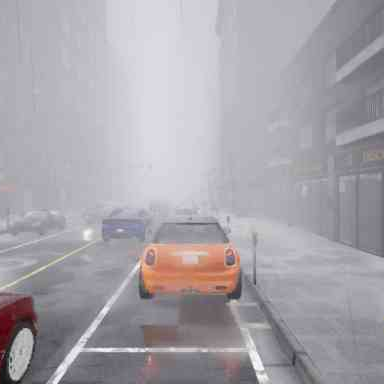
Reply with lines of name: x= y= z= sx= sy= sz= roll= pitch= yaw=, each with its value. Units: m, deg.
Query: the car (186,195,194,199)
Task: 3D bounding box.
car: x=-0.383 y=1.440 z=35.101 sx=1.967 sy=1.590 sz=4.097 roll=0 pitch=0 yaw=0

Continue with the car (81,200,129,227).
car: x=-5.869 y=1.526 z=22.995 sx=1.812 sy=1.442 sz=4.674 roll=0 pitch=0 yaw=0

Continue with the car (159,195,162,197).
car: x=-8.408 y=1.543 z=73.374 sx=1.887 sy=1.381 sz=4.507 roll=0 pitch=0 yaw=0

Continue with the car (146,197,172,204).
car: x=-2.926 y=1.506 z=30.544 sx=1.837 sy=1.490 sz=4.892 roll=0 pitch=0 yaw=0

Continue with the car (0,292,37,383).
car: x=-2.925 y=1.477 z=2.301 sx=1.882 sy=1.535 sz=5.008 roll=0 pitch=0 yaw=0

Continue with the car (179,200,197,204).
car: x=-0.383 y=1.551 z=24.063 sx=2.008 sy=1.369 sz=4.403 roll=0 pitch=0 yaw=0

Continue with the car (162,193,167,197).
car: x=-8.408 y=1.519 z=90.251 sx=1.752 sy=1.417 sz=4.829 roll=0 pitch=0 yaw=0

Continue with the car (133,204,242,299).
car: x=-0.033 y=1.353 z=8.620 sx=2.097 sy=1.767 sz=4.553 roll=0 pitch=0 yaw=0

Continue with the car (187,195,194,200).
car: x=-0.383 y=1.575 z=90.427 sx=1.802 sy=1.307 sz=4.206 roll=0 pitch=0 yaw=0

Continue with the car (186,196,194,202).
car: x=-0.383 y=1.579 z=79.064 sx=1.802 sy=1.307 sz=4.206 roll=0 pitch=0 yaw=0

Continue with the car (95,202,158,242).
car: x=-3.021 y=1.477 z=16.459 sx=1.882 sy=1.535 sz=5.008 roll=0 pitch=0 yaw=0

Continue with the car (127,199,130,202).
car: x=-8.408 y=1.551 z=40.611 sx=2.008 sy=1.369 sz=4.403 roll=0 pitch=0 yaw=0

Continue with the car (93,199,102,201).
car: x=-8.408 y=1.440 z=29.575 sx=1.967 sy=1.590 sz=4.097 roll=0 pitch=0 yaw=0

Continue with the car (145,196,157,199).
car: x=-8.408 y=1.549 z=67.693 sx=2.008 sy=1.369 sz=4.403 roll=0 pitch=0 yaw=0

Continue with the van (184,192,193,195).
van: x=-0.383 y=1.339 z=67.702 sx=1.690 sy=1.788 sz=3.998 roll=0 pitch=0 yaw=0

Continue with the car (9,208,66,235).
car: x=-8.408 y=1.582 z=18.538 sx=1.802 sy=1.307 sz=4.206 roll=0 pitch=0 yaw=0
